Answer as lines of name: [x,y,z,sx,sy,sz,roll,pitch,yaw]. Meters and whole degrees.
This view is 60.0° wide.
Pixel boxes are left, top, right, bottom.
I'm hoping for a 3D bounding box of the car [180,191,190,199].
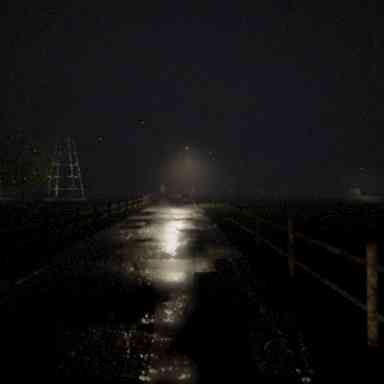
car: [-1.465,0.645,70.295,1.837,1.490,4.892,-1,1,-1]
